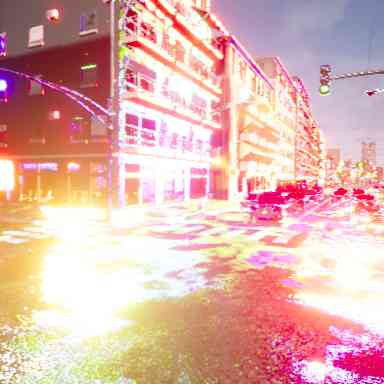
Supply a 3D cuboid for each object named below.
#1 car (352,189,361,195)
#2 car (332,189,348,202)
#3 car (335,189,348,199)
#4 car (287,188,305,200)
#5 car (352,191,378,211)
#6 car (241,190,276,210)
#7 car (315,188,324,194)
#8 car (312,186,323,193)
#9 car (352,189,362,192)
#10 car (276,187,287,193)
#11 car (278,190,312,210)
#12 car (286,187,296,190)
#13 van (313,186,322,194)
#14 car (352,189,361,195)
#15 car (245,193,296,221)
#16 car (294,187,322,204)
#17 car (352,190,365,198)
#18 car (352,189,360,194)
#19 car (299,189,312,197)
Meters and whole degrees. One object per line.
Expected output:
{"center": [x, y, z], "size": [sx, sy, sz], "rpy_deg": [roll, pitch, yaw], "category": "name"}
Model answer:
{"center": [37.363, -0.036, 75.486], "size": [1.752, 1.417, 4.829], "rpy_deg": [1, 1, 26], "category": "car"}
{"center": [20.072, 0.541, 45.187], "size": [2.033, 1.411, 5.357], "rpy_deg": [2, 2, 25], "category": "car"}
{"center": [25.488, 0.273, 56.503], "size": [1.837, 1.490, 4.892], "rpy_deg": [2, 2, 25], "category": "car"}
{"center": [15.138, 0.265, 48.284], "size": [1.967, 1.590, 4.097], "rpy_deg": [1, 1, 26], "category": "car"}
{"center": [15.397, 0.899, 29.456], "size": [1.887, 1.381, 4.507], "rpy_deg": [1, 1, 26], "category": "car"}
{"center": [5.408, 0.778, 27.897], "size": [1.887, 1.381, 4.507], "rpy_deg": [1, 1, 26], "category": "car"}
{"center": [32.165, -0.299, 83.968], "size": [1.802, 1.307, 4.206], "rpy_deg": [1, 1, 26], "category": "car"}
{"center": [27.301, -0.366, 73.769], "size": [2.192, 1.841, 5.009], "rpy_deg": [1, 1, 26], "category": "car"}
{"center": [25.127, 0.498, 49.845], "size": [2.008, 1.369, 4.403], "rpy_deg": [1, 1, 26], "category": "car"}
{"center": [7.841, 0.571, 32.992], "size": [1.967, 1.590, 4.097], "rpy_deg": [1, 1, 26], "category": "car"}
{"center": [9.360, 0.800, 30.116], "size": [1.994, 1.385, 4.181], "rpy_deg": [2, 2, 26], "category": "car"}
{"center": [12.706, 0.242, 43.184], "size": [2.192, 1.841, 5.009], "rpy_deg": [1, 1, 26], "category": "car"}
{"center": [29.733, -0.440, 78.865], "size": [1.690, 1.788, 3.998], "rpy_deg": [1, 1, 26], "category": "van"}
{"center": [39.722, -0.113, 80.430], "size": [1.887, 1.381, 4.507], "rpy_deg": [1, 1, 26], "category": "car"}
{"center": [5.076, 0.981, 21.164], "size": [1.994, 1.385, 4.181], "rpy_deg": [2, 2, 26], "category": "car"}
{"center": [13.721, 0.545, 39.248], "size": [2.128, 1.511, 4.902], "rpy_deg": [2, 2, 26], "category": "car"}
{"center": [29.993, 0.289, 60.040], "size": [1.887, 1.381, 4.507], "rpy_deg": [1, 1, 26], "category": "car"}
{"center": [42.154, -0.175, 85.528], "size": [1.802, 1.307, 4.206], "rpy_deg": [1, 1, 26], "category": "car"}
{"center": [20.003, 0.204, 58.482], "size": [1.802, 1.307, 4.206], "rpy_deg": [1, 1, 26], "category": "car"}
